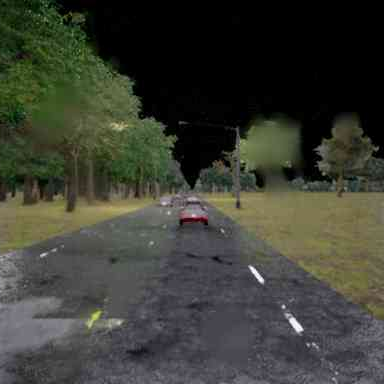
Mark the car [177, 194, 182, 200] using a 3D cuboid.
[{"bbox_3d":[-3.503,1.259,83.859,1.994,1.385,4.181,0,0,0],"label":"car"}]

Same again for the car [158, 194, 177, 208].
[{"bbox_3d":[-3.579,1.378,45.452,2.128,1.511,4.902,0,0,0],"label":"car"}]

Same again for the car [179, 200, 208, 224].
[{"bbox_3d":[0.100,1.517,24.063,1.994,1.385,4.181,0,0,0],"label":"car"}]

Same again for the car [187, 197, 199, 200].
[{"bbox_3d":[0.087,1.375,42.142,1.882,1.535,5.008,0,0,0],"label":"car"}]
